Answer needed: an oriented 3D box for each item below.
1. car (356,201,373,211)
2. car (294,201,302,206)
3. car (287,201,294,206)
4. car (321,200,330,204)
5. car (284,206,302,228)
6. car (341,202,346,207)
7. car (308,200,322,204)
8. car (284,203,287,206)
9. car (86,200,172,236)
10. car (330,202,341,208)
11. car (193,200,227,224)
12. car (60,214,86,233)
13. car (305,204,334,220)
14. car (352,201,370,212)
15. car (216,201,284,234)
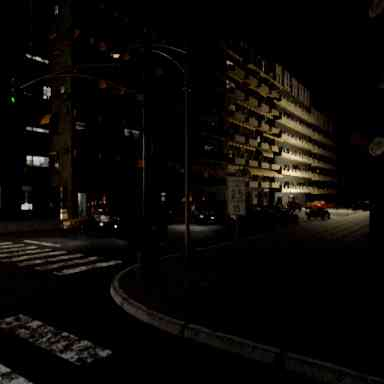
[{"bbox_3d":[33.141,2.621,63.842,2.192,1.841,5.009,-1,-2,35],"label":"car"},{"bbox_3d":[16.538,2.340,54.636,2.192,1.841,5.009,-1,-2,35],"label":"car"},{"bbox_3d":[13.200,2.446,49.846,1.752,1.417,4.829,-1,-2,35],"label":"car"},{"bbox_3d":[26.262,2.640,68.569,2.192,1.841,5.009,-1,-2,35],"label":"car"},{"bbox_3d":[7.213,2.043,26.681,1.887,1.381,4.507,-1,-2,35],"label":"car"},{"bbox_3d":[39.230,3.281,87.142,1.947,1.339,4.313,-1,-2,35],"label":"car"},{"bbox_3d":[23.022,2.770,63.919,1.887,1.381,4.507,-1,-2,35],"label":"car"},{"bbox_3d":[9.334,2.232,39.730,1.837,1.490,4.892,0,-1,35],"label":"car"},{"bbox_3d":[-3.582,1.540,21.252,2.150,2.045,5.566,0,-1,35],"label":"car"},{"bbox_3d":[32.746,3.066,77.852,1.887,1.381,4.507,-1,-2,35],"label":"car"},{"bbox_3d":[2.359,1.731,29.765,2.150,2.045,5.566,0,-1,35],"label":"car"},{"bbox_3d":[-6.247,1.834,21.980,1.752,1.417,4.829,-1,-2,35],"label":"car"},{"bbox_3d":[13.696,2.284,35.969,1.802,1.307,4.206,-1,-2,35],"label":"car"},{"bbox_3d":[29.900,2.522,59.197,2.192,1.841,5.009,-1,-2,35],"label":"car"},{"bbox_3d":[3.971,1.711,22.043,2.192,1.841,5.009,-1,-2,35],"label":"car"}]
